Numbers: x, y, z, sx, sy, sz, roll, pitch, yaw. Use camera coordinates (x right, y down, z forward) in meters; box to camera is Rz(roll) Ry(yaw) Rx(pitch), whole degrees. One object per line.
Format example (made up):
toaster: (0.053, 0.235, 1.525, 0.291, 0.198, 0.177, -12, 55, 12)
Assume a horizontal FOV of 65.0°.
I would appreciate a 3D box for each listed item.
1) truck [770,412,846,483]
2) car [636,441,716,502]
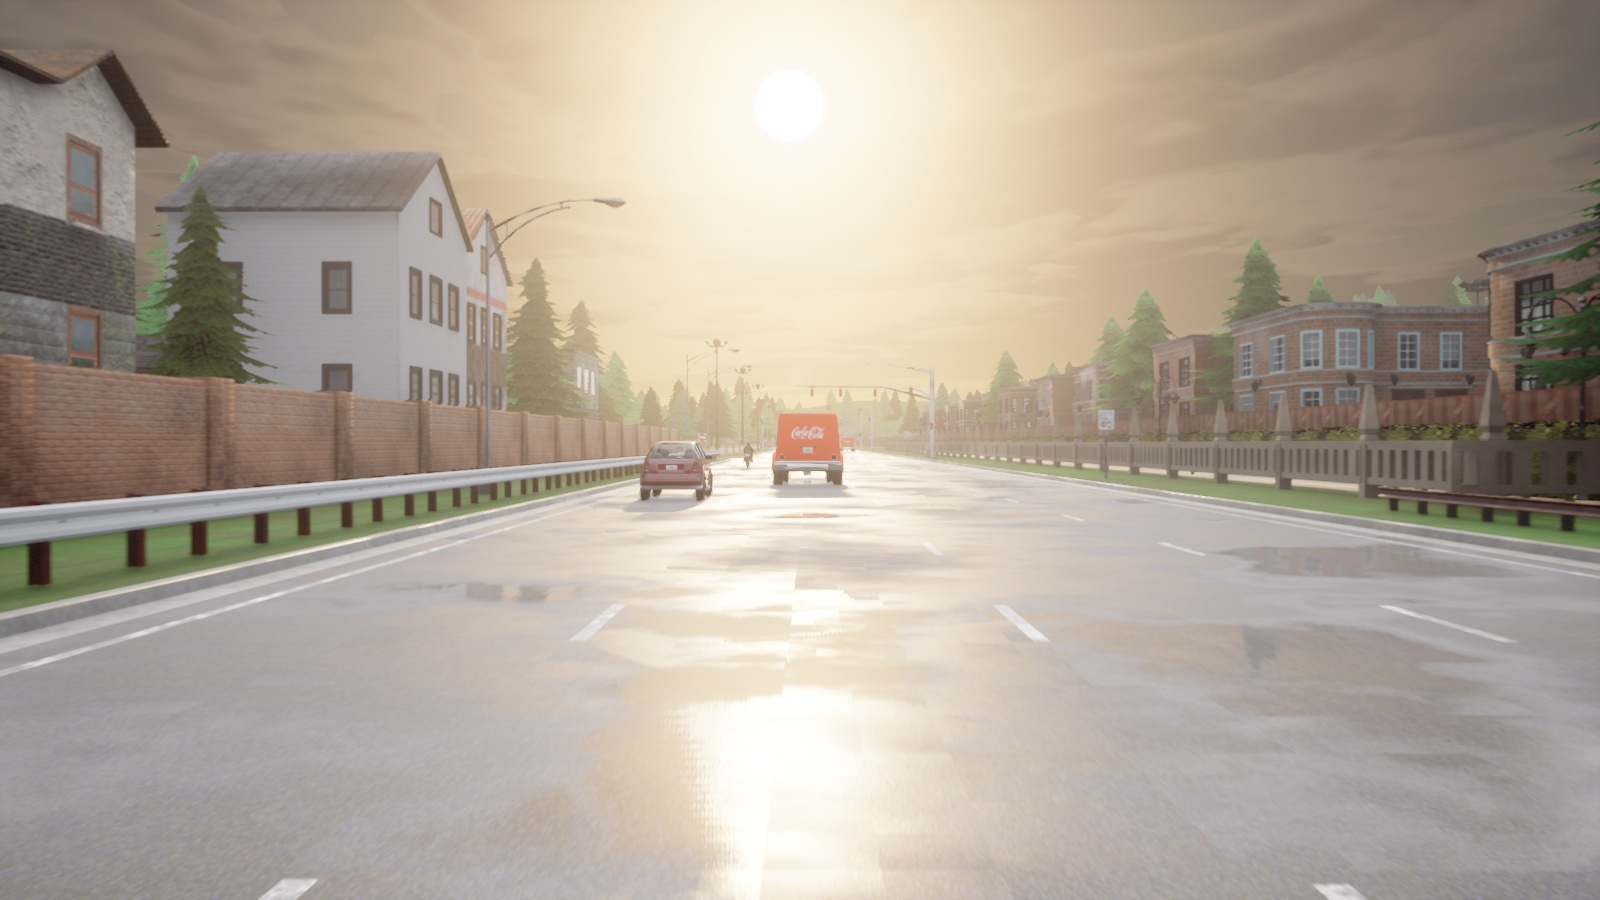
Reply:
truck: (0.283, -0.028, 46.293, 2.627, 2.467, 5.204, 0, -2, 0)
car: (-3.292, 0.532, 33.933, 1.789, 1.549, 3.705, 0, 0, 0)
